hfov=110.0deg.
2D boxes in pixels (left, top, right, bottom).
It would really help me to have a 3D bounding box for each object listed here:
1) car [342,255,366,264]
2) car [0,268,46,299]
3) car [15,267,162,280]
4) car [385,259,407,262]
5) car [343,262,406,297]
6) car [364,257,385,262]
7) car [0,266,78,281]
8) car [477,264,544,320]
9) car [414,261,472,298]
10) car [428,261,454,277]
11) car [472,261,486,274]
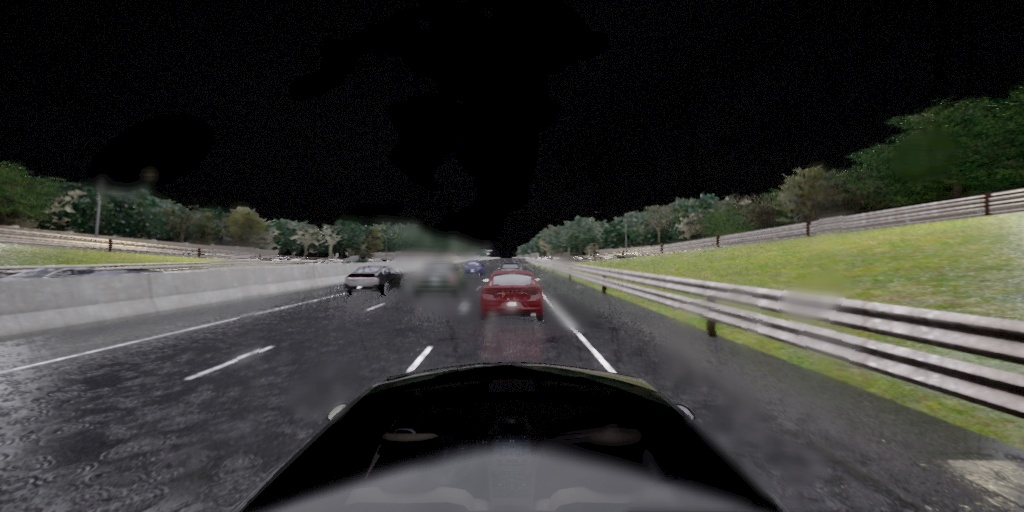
[{"bbox_3d":[-25.002,0.930,57.463,2.150,2.045,5.566,0,0,0],"label":"car"},{"bbox_3d":[-24.708,1.323,16.154,1.994,1.385,4.181,0,0,0],"label":"car"},{"bbox_3d":[-17.711,1.302,16.243,2.033,1.411,5.357,0,0,-1],"label":"car"},{"bbox_3d":[-18.018,1.197,57.598,2.128,1.511,4.902,0,0,0],"label":"car"},{"bbox_3d":[-7.033,1.239,18.918,2.128,1.511,4.902,0,0,0],"label":"car"},{"bbox_3d":[-21.514,1.212,57.562,1.837,1.490,4.892,0,0,0],"label":"car"},{"bbox_3d":[-21.211,1.248,16.578,2.128,1.511,4.902,0,0,0],"label":"car"},{"bbox_3d":[0.018,1.225,12.574,1.882,1.535,5.008,0,0,0],"label":"car"},{"bbox_3d":[-3.531,1.098,18.579,2.097,1.767,4.553,0,0,0],"label":"car"},{"bbox_3d":[-7.185,1.257,36.648,1.812,1.442,4.674,0,0,0],"label":"car"},{"bbox_3d":[-3.684,1.255,36.565,1.812,1.442,4.674,0,0,0],"label":"car"}]
